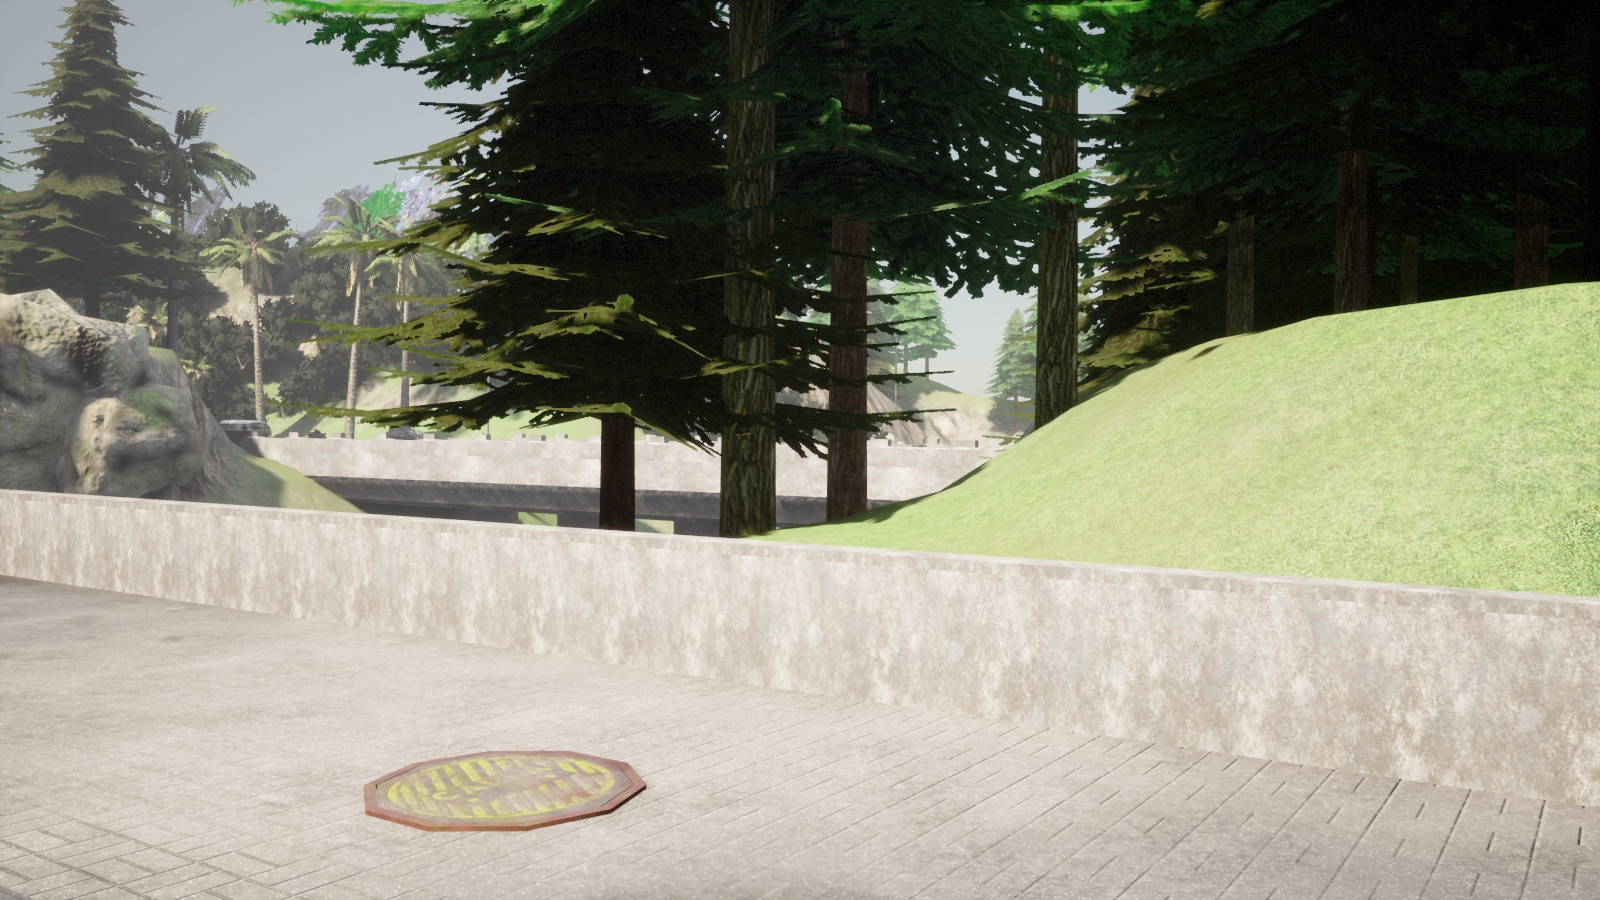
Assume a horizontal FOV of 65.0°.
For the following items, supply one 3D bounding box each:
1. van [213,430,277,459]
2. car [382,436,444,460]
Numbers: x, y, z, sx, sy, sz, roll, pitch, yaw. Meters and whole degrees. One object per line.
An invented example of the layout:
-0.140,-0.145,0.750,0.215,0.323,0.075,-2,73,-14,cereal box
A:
-39.801,-0.412,90.050,4.480,2.038,2.069,0,1,34,van
-24.664,-0.123,80.020,3.633,1.501,1.845,0,1,34,car
